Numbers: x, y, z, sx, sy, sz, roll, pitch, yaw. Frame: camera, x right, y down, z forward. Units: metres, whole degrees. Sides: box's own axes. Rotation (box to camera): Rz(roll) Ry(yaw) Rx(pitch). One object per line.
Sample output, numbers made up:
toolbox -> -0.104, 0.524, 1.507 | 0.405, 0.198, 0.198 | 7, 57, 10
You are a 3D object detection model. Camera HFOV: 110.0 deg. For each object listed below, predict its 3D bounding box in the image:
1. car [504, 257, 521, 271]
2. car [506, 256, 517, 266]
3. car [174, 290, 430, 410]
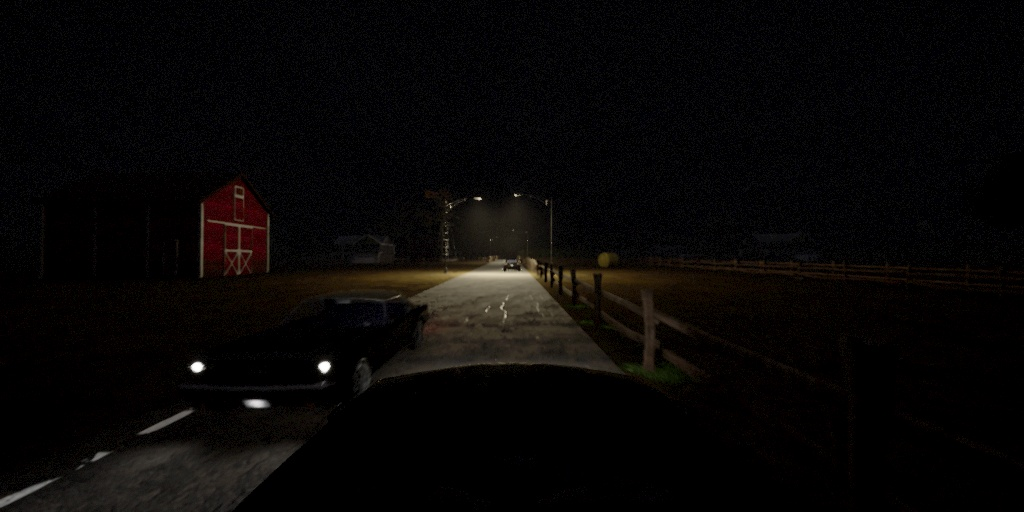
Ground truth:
car -> 0.003, 1.027, 42.935 | 1.994, 1.385, 4.181 | 0, 0, 0
car -> -0.060, 0.863, 60.424 | 1.837, 1.490, 4.892 | 0, 1, 0
car -> -2.858, 1.324, 6.212 | 1.895, 1.301, 4.718 | 0, 0, 0
